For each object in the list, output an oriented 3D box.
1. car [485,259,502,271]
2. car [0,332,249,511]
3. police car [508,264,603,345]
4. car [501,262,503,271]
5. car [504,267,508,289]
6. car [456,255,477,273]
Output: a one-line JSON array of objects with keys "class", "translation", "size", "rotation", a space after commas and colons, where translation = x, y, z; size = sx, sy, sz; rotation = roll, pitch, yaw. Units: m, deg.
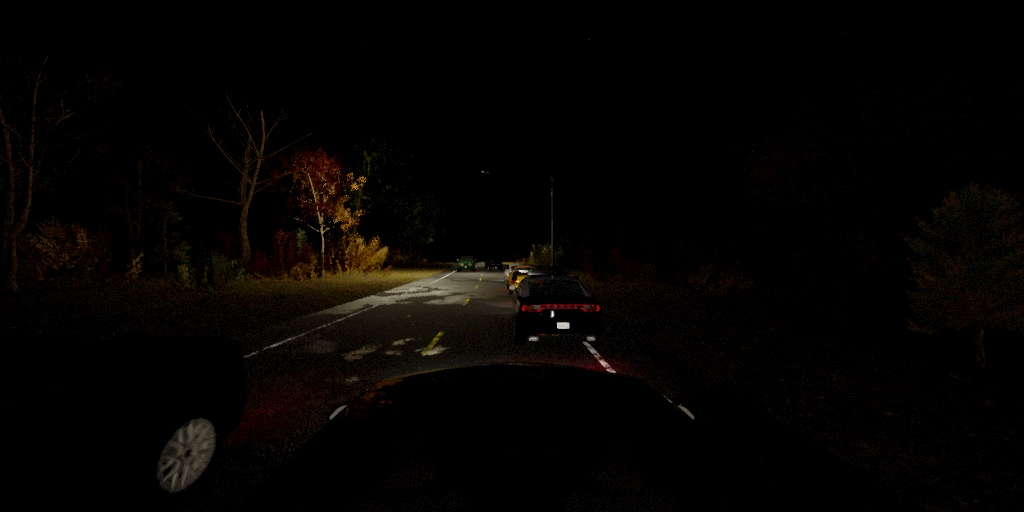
[{"class": "car", "translation": [-2.225, 1.234, 47.638], "size": [1.837, 1.490, 4.892], "rotation": [0, 0, -5]}, {"class": "car", "translation": [-3.629, 1.227, 1.559], "size": [1.882, 1.535, 5.008], "rotation": [0, 0, 0]}, {"class": "police car", "translation": [0.964, 1.174, 9.681], "size": [1.930, 1.638, 5.238], "rotation": [0, 0, -1]}, {"class": "car", "translation": [0.401, 1.264, 25.651], "size": [1.812, 1.442, 4.674], "rotation": [0, 0, -3]}, {"class": "car", "translation": [0.667, 1.200, 19.813], "size": [1.801, 1.575, 5.366], "rotation": [0, 0, -2]}, {"class": "car", "translation": [-5.569, 0.954, 44.060], "size": [2.150, 2.045, 5.566], "rotation": [0, 0, -5]}]
